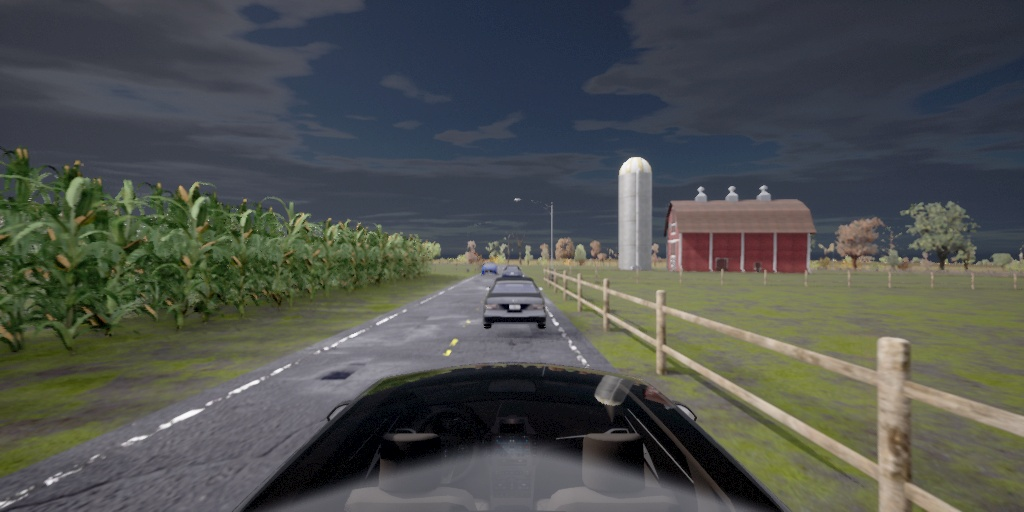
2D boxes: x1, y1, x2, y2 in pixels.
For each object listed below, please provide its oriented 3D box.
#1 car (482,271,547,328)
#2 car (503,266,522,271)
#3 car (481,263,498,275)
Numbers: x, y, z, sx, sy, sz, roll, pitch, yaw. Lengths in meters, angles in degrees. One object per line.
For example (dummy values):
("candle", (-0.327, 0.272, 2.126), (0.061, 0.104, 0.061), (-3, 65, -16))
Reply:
("car", (0.076, 1.394, 11.804), (2.033, 1.411, 5.357), (0, -1, 0))
("car", (0.028, 1.646, 35.479), (1.994, 1.385, 4.181), (0, -1, 0))
("car", (-2.868, 1.675, 46.488), (1.882, 1.535, 5.008), (0, -1, 0))
